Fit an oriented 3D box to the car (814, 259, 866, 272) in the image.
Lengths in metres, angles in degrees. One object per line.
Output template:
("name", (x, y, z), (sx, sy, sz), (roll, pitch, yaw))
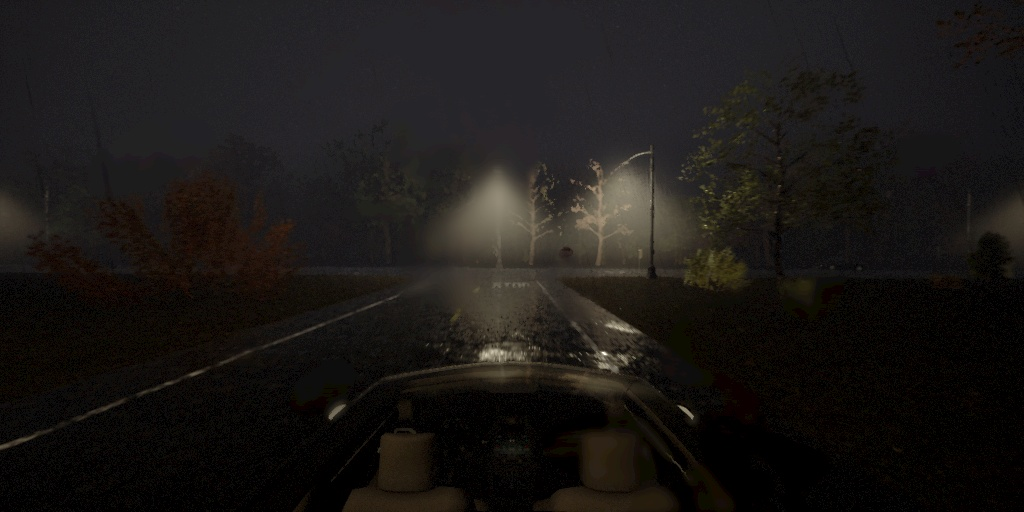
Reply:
("car", (36.787, 1.087, 40.301), (4.892, 1.490, 1.837), (-1, 1, 0))
